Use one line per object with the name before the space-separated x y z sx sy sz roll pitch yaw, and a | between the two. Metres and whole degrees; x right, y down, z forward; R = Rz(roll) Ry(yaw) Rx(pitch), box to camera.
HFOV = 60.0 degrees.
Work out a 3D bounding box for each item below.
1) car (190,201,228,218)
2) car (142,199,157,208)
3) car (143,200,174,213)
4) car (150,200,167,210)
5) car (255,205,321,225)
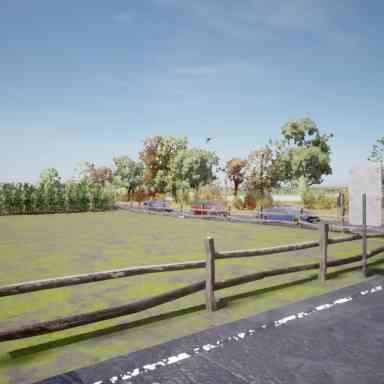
car | 1.743 1.728 35.070 2.097 1.767 4.553 -1 0 -33
car | -8.260 2.224 64.390 2.128 1.511 4.902 0 0 -16
car | -4.269 2.073 44.651 2.033 1.411 5.357 -1 0 -29
car | -5.585 2.149 55.117 1.812 1.442 4.674 -1 -1 -17
car | 7.506 1.783 26.676 2.033 1.411 5.357 -1 0 -35
